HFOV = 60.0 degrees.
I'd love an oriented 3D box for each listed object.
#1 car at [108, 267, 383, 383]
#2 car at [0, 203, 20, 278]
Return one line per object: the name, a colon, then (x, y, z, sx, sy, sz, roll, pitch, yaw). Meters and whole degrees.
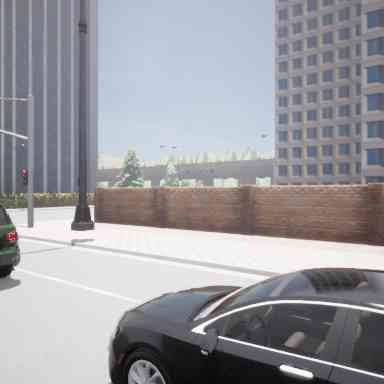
car: (1.290, 1.505, 3.073, 4.892, 1.490, 1.837, 0, 0, 36)
car: (-6.786, 1.221, 8.819, 5.566, 2.045, 2.150, 0, 0, 35)
